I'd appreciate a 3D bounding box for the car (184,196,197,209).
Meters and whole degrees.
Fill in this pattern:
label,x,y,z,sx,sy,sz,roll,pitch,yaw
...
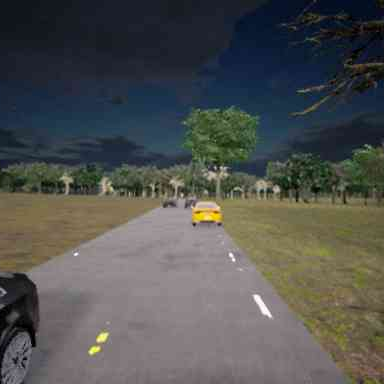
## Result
label,x,y,z,sx,sy,sz,roll,pitch,yaw
car,0.002,1.342,42.988,1.837,1.490,4.892,0,0,1

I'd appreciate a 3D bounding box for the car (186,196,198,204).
label,x,y,z,sx,sy,sz,roll,pitch,yaw
car,-0.015,1.397,56.951,1.895,1.301,4.718,0,0,0

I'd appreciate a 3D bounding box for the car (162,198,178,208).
label,x,y,z,sx,sy,sz,roll,pitch,yaw
car,-2.848,1.434,43.597,1.895,1.301,4.718,0,0,0

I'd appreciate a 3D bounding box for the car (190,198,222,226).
label,x,y,z,sx,sy,sz,roll,pitch,yaw
car,0.956,1.414,23.013,1.882,1.535,5.008,0,0,0

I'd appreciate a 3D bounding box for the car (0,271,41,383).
label,x,y,z,sx,sy,sz,roll,pitch,yaw
car,-2.851,1.488,2.334,2.128,1.511,4.902,0,0,0
